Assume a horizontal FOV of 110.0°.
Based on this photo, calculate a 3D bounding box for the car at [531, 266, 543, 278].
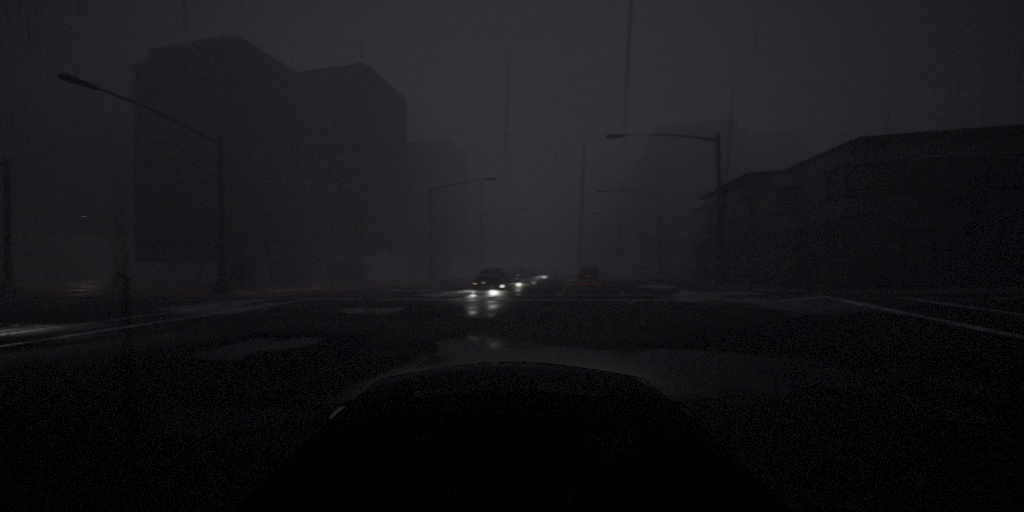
[{"bbox_3d":[2.402,2.110,46.774,1.882,1.535,5.008,-1,-2,11],"label":"car"}]

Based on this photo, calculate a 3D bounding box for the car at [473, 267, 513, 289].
[{"bbox_3d":[-1.502,1.638,26.895,1.837,1.490,4.892,-1,-1,11],"label":"car"}]

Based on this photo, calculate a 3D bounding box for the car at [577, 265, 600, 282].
[{"bbox_3d":[7.072,1.606,33.285,1.882,1.535,5.008,-1,-2,11],"label":"car"}]

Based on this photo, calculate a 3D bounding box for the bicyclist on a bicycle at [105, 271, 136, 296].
[{"bbox_3d":[-26.301,1.835,24.116,0.582,1.620,1.656,-1,0,12],"label":"bicyclist on a bicycle"}]

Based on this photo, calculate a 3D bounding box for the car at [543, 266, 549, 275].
[{"bbox_3d":[5.111,2.482,60.361,2.128,1.511,4.902,-1,-2,11],"label":"car"}]

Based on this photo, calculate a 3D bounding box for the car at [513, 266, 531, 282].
[{"bbox_3d":[0.324,1.814,36.239,1.882,1.535,5.008,-1,-2,11],"label":"car"}]
